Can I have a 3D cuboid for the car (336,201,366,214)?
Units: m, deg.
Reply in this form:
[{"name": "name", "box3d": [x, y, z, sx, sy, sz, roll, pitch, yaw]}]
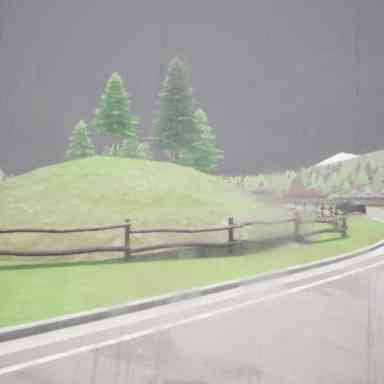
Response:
[{"name": "car", "box3d": [19.711, 1.916, 41.528, 1.837, 1.490, 4.892, 1, -1, -3]}]
